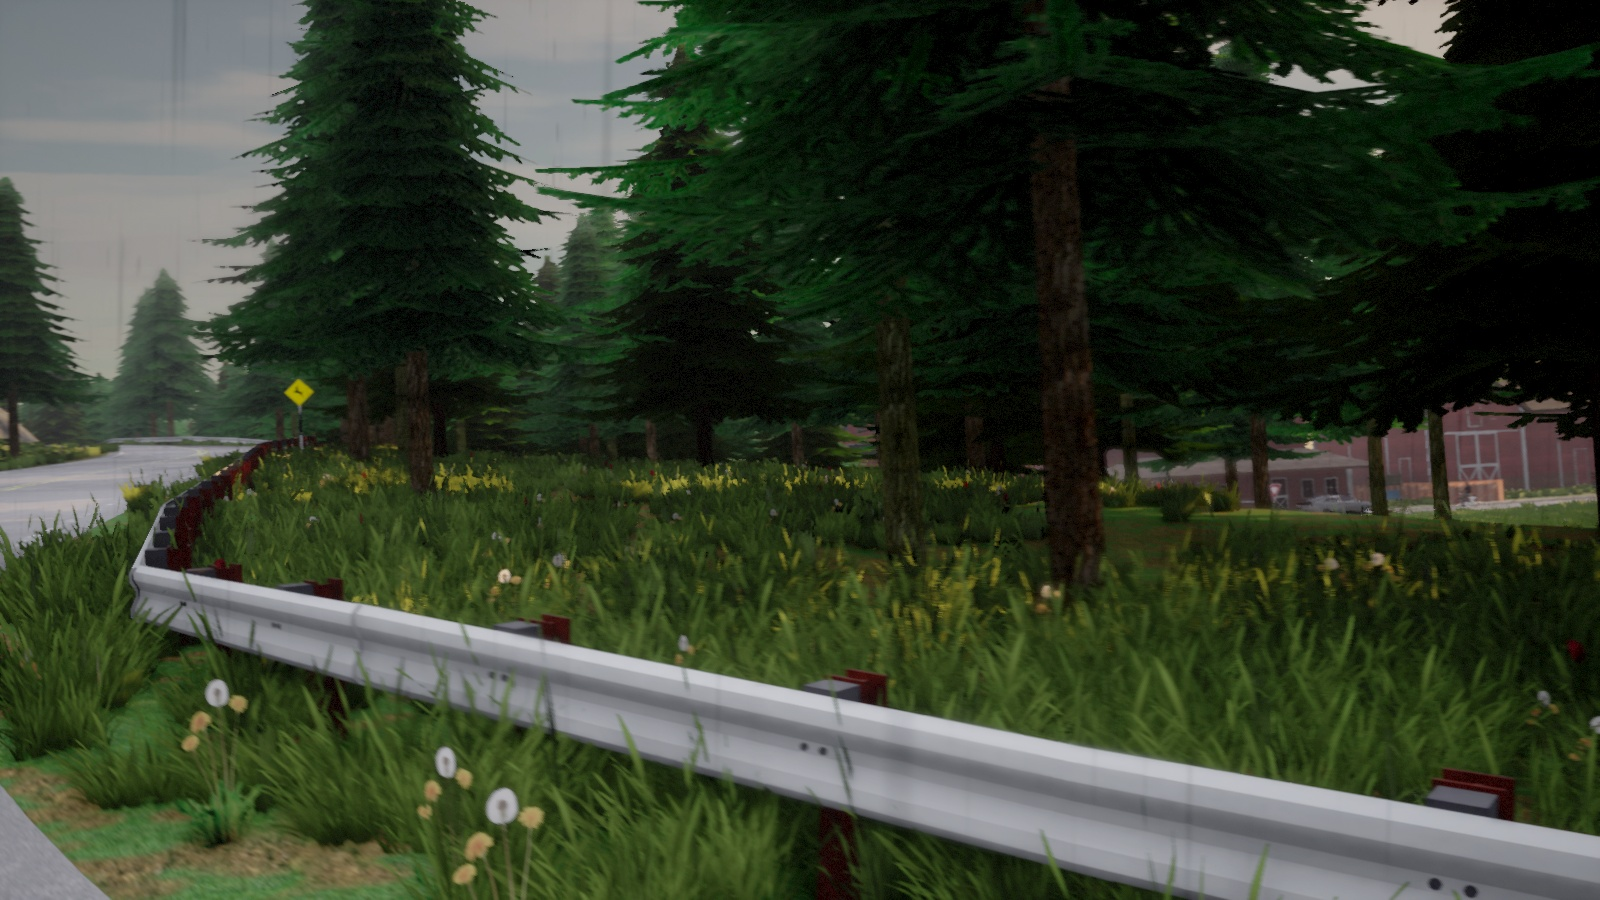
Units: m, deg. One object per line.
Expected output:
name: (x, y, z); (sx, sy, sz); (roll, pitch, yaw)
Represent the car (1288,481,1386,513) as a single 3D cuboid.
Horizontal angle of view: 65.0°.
car: (31.703, 2.795, 74.190); (4.902, 1.511, 2.128); (-4, -2, -13)
